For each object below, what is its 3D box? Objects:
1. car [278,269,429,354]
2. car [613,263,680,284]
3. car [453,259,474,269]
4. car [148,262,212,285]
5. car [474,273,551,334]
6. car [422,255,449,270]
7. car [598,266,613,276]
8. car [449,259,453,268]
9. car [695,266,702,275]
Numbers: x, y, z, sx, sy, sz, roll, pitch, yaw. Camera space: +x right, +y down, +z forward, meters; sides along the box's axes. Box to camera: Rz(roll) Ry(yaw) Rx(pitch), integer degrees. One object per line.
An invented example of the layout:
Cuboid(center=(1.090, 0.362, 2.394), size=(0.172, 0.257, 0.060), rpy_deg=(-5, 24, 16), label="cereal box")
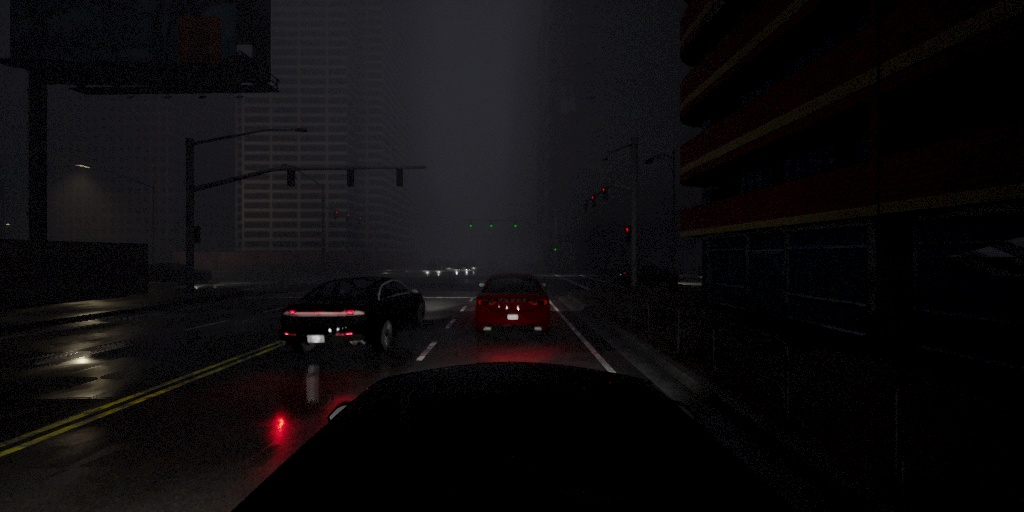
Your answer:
Cuboid(center=(-3.478, 1.242, 8.737), size=(2.128, 1.511, 4.902), rpy_deg=(0, 0, -1), label="car")
Cuboid(center=(9.890, 1.314, 26.023), size=(4.181, 1.385, 1.994), rpy_deg=(0, 0, 0), label="car")
Cuboid(center=(-7.489, 1.255, 55.614), size=(1.837, 1.490, 4.892), rpy_deg=(0, 0, 0), label="car")
Cuboid(center=(-24.599, 1.228, 25.948), size=(5.008, 1.535, 1.882), rpy_deg=(0, 0, 0), label="car")
Cuboid(center=(0.012, 1.228, 10.607), size=(1.882, 1.535, 5.008), rpy_deg=(0, 0, 0), label="car")
Cuboid(center=(-10.963, 1.102, 51.705), size=(2.097, 1.767, 4.553), rpy_deg=(0, 0, 0), label="car")
Cuboid(center=(11.326, 1.351, 36.748), size=(4.718, 1.301, 1.895), rpy_deg=(0, 0, 2), label="car")
Cuboid(center=(-11.011, 1.297, 61.904), size=(2.033, 1.411, 5.357), rpy_deg=(0, 0, 0), label="car")
Cuboid(center=(21.452, 1.228, 36.698), size=(5.008, 1.535, 1.882), rpy_deg=(0, 0, 0), label="car")
